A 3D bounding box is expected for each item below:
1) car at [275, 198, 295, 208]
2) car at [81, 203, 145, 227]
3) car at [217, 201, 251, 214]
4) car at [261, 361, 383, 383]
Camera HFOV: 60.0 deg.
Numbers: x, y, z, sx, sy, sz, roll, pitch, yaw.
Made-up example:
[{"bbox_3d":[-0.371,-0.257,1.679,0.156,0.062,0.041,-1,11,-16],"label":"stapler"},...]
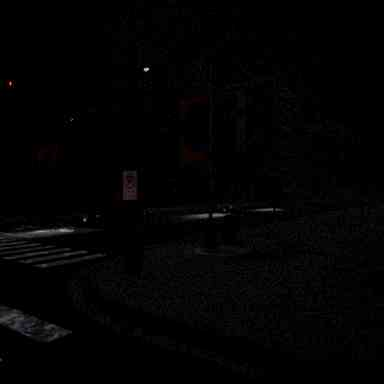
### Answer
[{"bbox_3d":[14.009,1.622,50.241,2.128,1.511,4.902,0,0,35],"label":"car"},{"bbox_3d":[-5.358,1.514,22.992,2.128,1.511,4.902,0,0,35],"label":"car"},{"bbox_3d":[4.758,1.656,37.308,1.895,1.301,4.718,0,0,35],"label":"car"},{"bbox_3d":[2.176,1.551,1.294,4.403,1.369,2.008,0,0,36],"label":"car"}]
